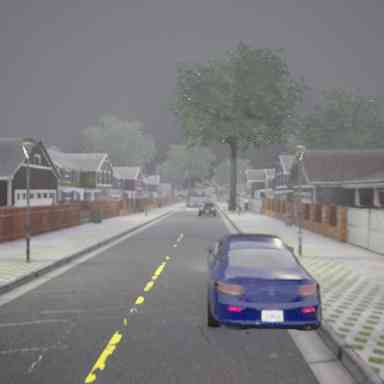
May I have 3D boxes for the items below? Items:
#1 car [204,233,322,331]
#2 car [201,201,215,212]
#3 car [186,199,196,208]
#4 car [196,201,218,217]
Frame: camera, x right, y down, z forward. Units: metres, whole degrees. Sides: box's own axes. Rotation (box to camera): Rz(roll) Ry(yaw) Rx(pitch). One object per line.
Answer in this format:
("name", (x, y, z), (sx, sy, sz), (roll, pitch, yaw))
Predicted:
("car", (1.221, 1.578, 6.936), (1.812, 1.442, 4.674), (0, 0, 3))
("car", (2.210, 1.929, 45.754), (1.812, 1.442, 4.674), (0, -1, 3))
("car", (0.033, 2.031, 58.238), (2.128, 1.511, 4.902), (0, -1, 3))
("car", (1.685, 1.831, 35.573), (1.812, 1.442, 4.674), (0, -1, 4))
